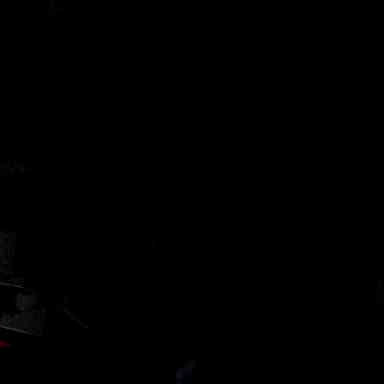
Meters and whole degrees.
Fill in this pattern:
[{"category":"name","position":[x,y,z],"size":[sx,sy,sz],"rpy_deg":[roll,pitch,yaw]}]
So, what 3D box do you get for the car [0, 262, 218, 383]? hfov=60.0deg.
[{"category":"car","position":[-1.727,1.566,4.052],"size":[4.313,1.339,1.947],"rpy_deg":[0,0,36]}]
